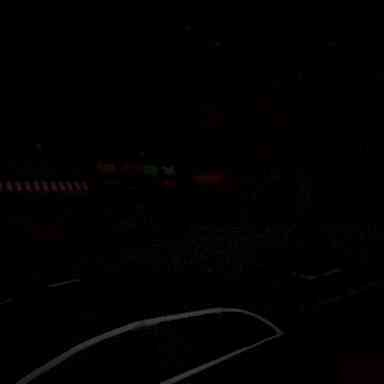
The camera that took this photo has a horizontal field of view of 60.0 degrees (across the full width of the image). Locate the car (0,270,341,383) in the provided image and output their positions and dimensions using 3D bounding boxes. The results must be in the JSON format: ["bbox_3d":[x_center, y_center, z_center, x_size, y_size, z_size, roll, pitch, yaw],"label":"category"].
[{"bbox_3d":[-0.880,1.488,2.444,4.902,1.511,2.128,0,0,-36],"label":"car"}]

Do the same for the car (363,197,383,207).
[{"bbox_3d":[23.677,1.271,42.158,1.752,1.417,4.829,0,0,-36],"label":"car"}]
